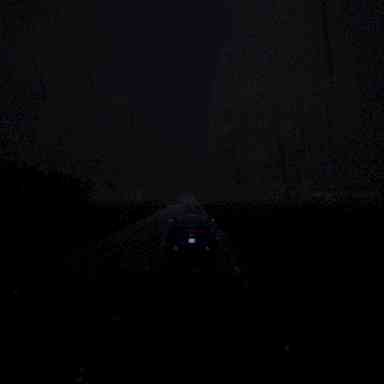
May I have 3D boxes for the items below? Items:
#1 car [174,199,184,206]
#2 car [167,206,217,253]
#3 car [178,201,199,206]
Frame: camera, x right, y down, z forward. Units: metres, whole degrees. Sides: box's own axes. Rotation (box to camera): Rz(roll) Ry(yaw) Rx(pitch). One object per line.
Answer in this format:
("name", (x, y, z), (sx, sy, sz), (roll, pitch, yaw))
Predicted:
("car", (-2.790, 2.122, 70.972), (1.812, 1.442, 4.674), (0, 0, 0))
("car", (-0.003, 1.610, 14.463), (1.882, 1.535, 5.008), (0, 0, 0))
("car", (-0.015, 1.808, 28.981), (2.033, 1.411, 5.357), (0, 0, 0))
